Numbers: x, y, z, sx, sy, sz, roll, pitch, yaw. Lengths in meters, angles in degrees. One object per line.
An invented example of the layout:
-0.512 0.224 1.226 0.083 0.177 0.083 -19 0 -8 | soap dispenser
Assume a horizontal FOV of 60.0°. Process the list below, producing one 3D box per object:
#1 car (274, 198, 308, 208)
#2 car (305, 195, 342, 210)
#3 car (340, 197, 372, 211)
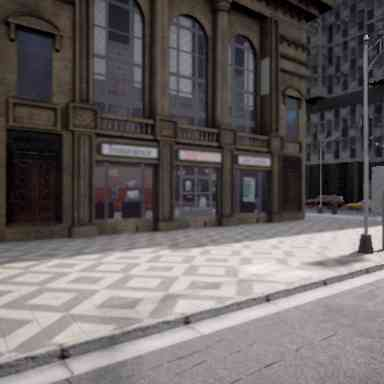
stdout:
14.470 1.600 48.770 1.887 1.381 4.507 0 0 -35 | car
17.695 1.355 44.190 2.192 1.841 5.009 0 0 -35 | car
20.823 1.551 39.748 1.752 1.417 4.829 0 0 -35 | car
